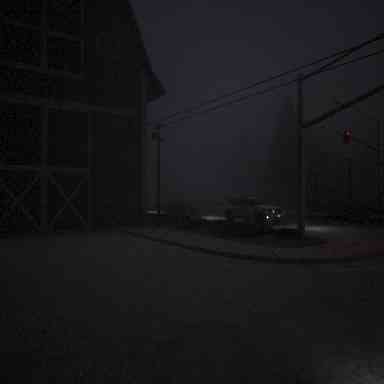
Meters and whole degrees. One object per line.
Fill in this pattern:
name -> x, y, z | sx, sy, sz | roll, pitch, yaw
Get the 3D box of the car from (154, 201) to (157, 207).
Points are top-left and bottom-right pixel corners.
car -> -6.682, 1.924, 49.595 | 1.895, 1.301, 4.718 | 0, 0, -34

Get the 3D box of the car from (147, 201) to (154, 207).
car -> -7.335, 1.799, 44.204 | 1.837, 1.490, 4.892 | 0, -1, -34

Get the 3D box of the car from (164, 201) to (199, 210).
car -> -1.155, 1.713, 35.178 | 1.882, 1.535, 5.008 | 0, 0, -35

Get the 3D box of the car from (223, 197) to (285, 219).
car -> 4.772, 1.402, 26.533 | 2.150, 2.045, 5.566 | 0, 0, -34
